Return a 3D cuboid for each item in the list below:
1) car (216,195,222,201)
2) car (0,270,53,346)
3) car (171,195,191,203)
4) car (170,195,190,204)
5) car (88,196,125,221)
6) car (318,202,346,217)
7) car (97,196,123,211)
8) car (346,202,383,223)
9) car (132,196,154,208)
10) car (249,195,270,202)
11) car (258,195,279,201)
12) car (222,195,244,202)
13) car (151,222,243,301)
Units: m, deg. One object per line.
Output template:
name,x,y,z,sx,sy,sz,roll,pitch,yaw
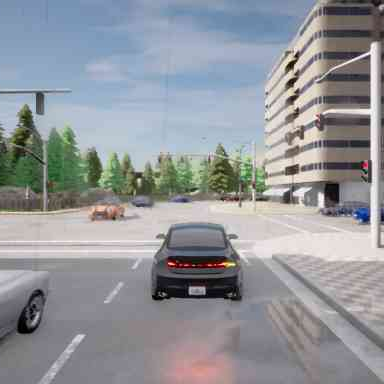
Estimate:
car,6.879,1.459,77.182,5.008,1.535,1.882,0,0,-41
car,-3.424,1.601,3.805,1.895,1.301,4.718,0,0,0
car,-2.404,1.500,72.009,1.837,1.490,4.892,0,0,34
car,-2.454,1.477,64.851,1.882,1.535,5.008,0,0,27
car,-7.026,1.384,27.637,2.097,1.767,4.553,0,0,0
car,14.619,1.603,30.987,5.357,1.411,2.033,0,0,0
car,-10.359,1.353,42.409,2.097,1.767,4.553,0,0,3
car,14.171,1.533,23.827,5.008,1.535,1.882,0,0,1
car,-6.641,1.564,47.239,1.994,1.385,4.181,0,0,4
car,15.227,1.595,74.763,4.718,1.301,1.895,0,0,-33
car,18.554,1.500,80.548,4.892,1.490,1.837,0,0,-22
car,9.753,1.478,75.037,5.008,1.535,1.882,0,0,-41
car,0.121,1.505,8.324,1.837,1.490,4.892,0,0,1
